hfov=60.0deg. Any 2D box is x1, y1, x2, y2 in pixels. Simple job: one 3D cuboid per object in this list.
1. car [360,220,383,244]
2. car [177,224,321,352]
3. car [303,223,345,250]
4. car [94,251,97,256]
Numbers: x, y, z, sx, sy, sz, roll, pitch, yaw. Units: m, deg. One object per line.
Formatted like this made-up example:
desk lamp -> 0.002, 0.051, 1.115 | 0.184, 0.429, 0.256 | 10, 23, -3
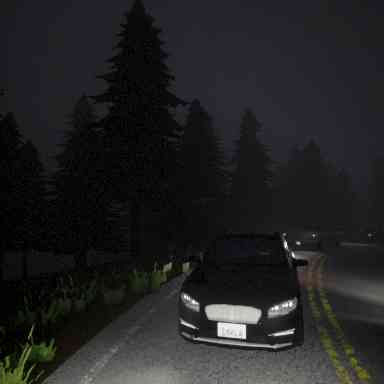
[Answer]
car -> 15.862, 3.226, 26.461 | 5.566, 2.045, 2.150 | 8, -8, -28
car -> 1.137, 1.562, 6.611 | 2.128, 1.511, 4.902 | -1, -2, 15
car -> 6.513, 2.309, 17.709 | 1.895, 1.301, 4.718 | -3, -6, 39
car -> -20.232, 13.650, 72.989 | 4.181, 1.381, 1.994 | -2, -5, 31
